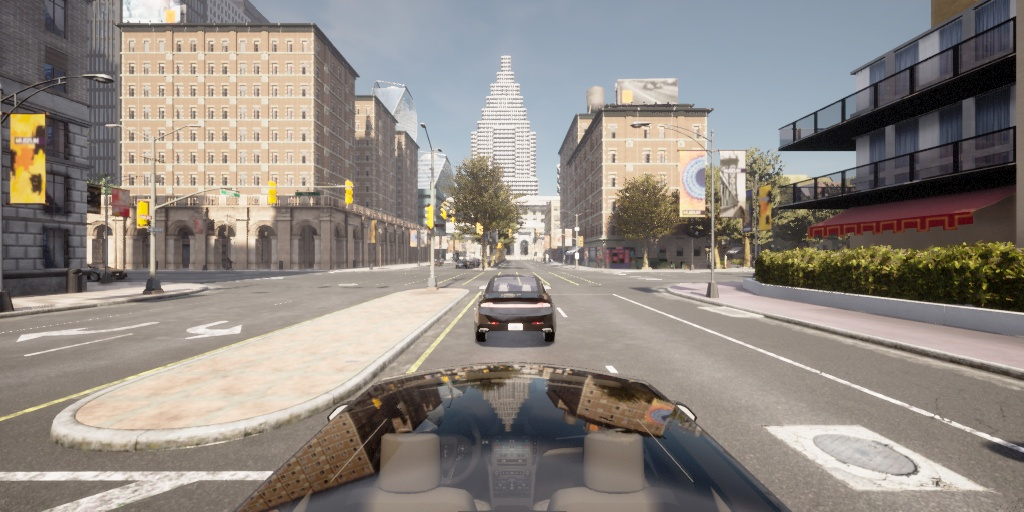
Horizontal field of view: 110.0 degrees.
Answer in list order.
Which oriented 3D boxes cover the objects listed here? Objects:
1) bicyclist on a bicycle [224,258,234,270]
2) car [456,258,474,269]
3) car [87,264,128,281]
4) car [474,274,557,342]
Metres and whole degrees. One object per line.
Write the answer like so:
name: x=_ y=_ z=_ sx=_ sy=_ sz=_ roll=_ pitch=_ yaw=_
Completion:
bicyclist on a bicycle: x=-37.237 y=1.050 z=47.188 sx=0.582 sy=1.620 sz=1.656 roll=0 pitch=0 yaw=0
car: x=-8.002 y=1.241 z=58.527 sx=2.128 sy=1.511 sz=4.902 roll=0 pitch=0 yaw=0
car: x=-34.159 y=1.314 z=29.234 sx=4.181 sy=1.385 sz=1.994 roll=0 pitch=0 yaw=0
car: x=0.082 y=1.242 z=9.778 sx=2.128 sy=1.511 sz=4.902 roll=0 pitch=0 yaw=0
